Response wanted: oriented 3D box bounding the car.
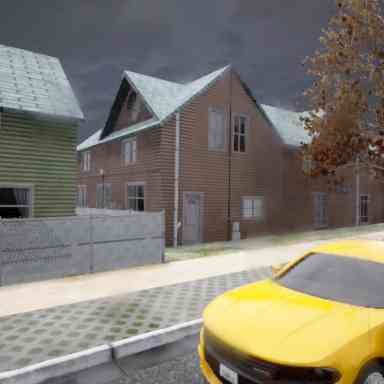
[{"bbox_3d":[2.381,1.480,4.657,5.008,1.535,1.882,0,0,-36],"label":"car"}]
